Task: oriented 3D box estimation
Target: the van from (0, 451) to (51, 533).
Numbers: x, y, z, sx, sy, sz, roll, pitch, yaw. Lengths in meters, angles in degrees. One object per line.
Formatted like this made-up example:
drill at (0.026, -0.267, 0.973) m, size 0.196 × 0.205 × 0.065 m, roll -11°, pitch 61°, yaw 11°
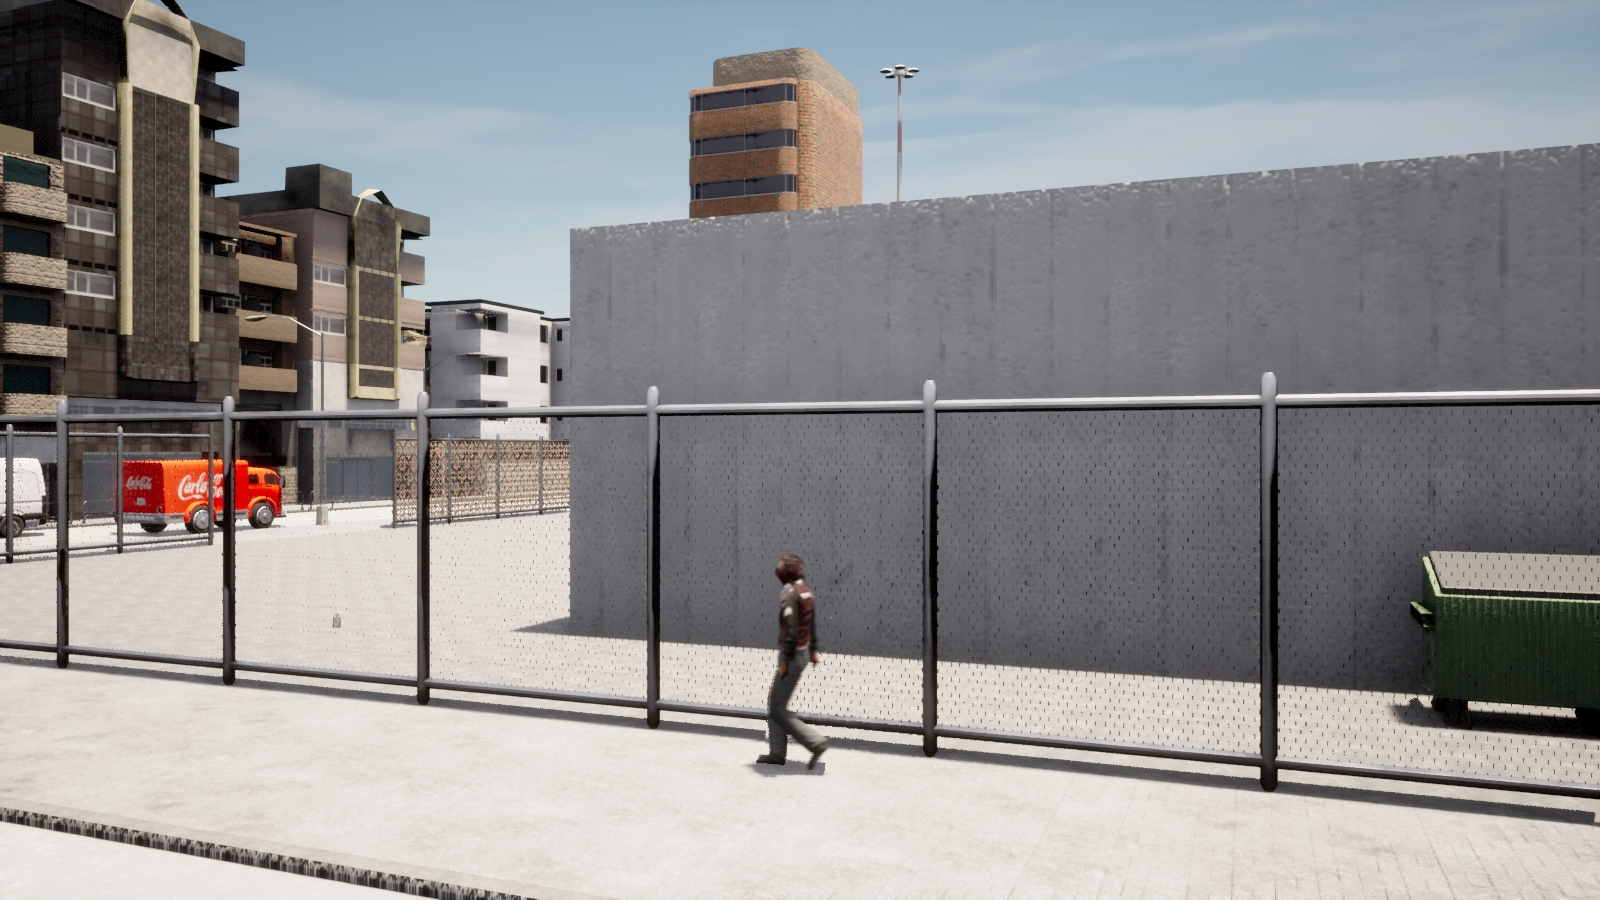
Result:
van at (-26.517, 1.314, 35.024) m, size 1.988 × 2.561 × 5.915 m, roll 0°, pitch 0°, yaw 21°

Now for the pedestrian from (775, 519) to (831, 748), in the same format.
pedestrian at (0.030, 1.524, 9.628) m, size 0.375 × 1.860 × 0.375 m, roll 0°, pitch 0°, yaw 17°

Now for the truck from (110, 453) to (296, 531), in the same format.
truck at (-20.490, 1.347, 39.515) m, size 2.627 × 2.467 × 5.204 m, roll 0°, pitch 0°, yaw 23°
